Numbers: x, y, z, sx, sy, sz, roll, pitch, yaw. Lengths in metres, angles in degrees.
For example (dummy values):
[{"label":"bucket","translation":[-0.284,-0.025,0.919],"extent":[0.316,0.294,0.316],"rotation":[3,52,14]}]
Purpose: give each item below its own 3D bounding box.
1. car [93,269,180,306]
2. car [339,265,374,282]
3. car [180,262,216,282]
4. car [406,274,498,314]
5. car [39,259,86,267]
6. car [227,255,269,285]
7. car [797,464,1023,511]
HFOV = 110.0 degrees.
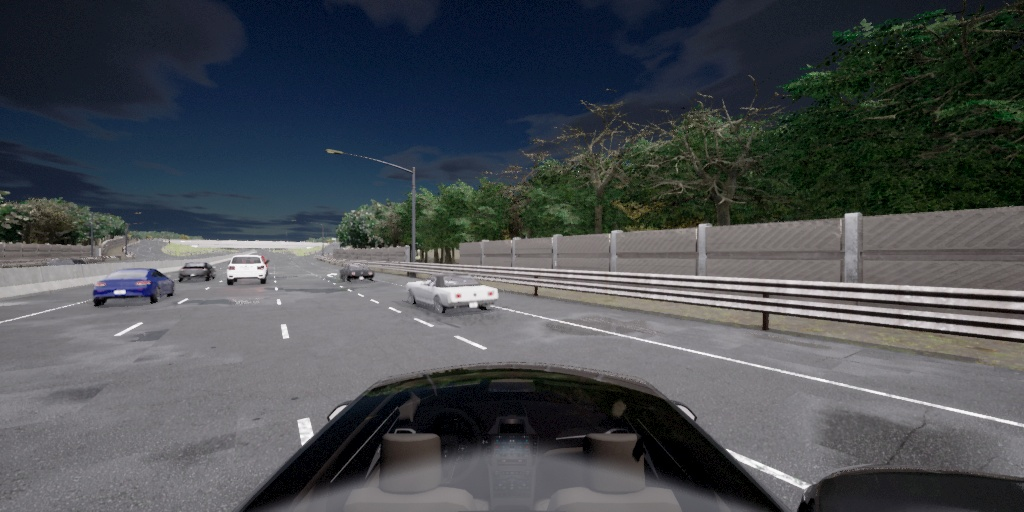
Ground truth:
[{"label":"car","translation":[-16.507,1.270,15.826],"extent":[1.812,1.442,4.674],"rotation":[0,-1,-34]},{"label":"car","translation":[-12.518,1.339,28.702],"extent":[1.895,1.301,4.718],"rotation":[0,0,-34]},{"label":"car","translation":[-25.325,1.220,28.956],"extent":[2.128,1.511,4.902],"rotation":[0,0,-34]},{"label":"car","translation":[-2.534,1.349,13.895],"extent":[1.895,1.301,4.718],"rotation":[0,0,-34]},{"label":"car","translation":[-40.431,1.068,32.318],"extent":[2.097,1.767,4.553],"rotation":[0,0,-34]},{"label":"car","translation":[-19.274,0.957,26.216],"extent":[2.150,2.045,5.566],"rotation":[0,0,-34]},{"label":"car","translation":[2.985,1.315,0.468],"extent":[4.181,1.385,1.994],"rotation":[0,0,34]}]
